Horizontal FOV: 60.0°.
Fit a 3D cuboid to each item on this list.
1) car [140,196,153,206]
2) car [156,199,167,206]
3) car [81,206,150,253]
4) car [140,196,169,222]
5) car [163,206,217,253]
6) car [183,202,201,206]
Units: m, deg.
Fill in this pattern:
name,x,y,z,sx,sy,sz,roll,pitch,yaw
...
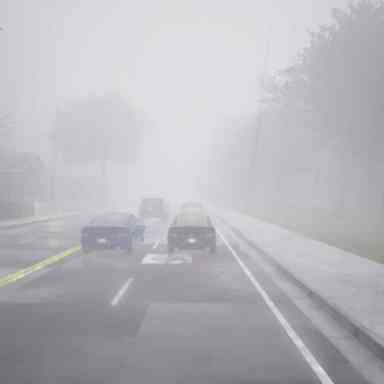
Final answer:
name,x,y,z,sx,sy,sz,roll,pitch,yaw
car,-9.764,1.903,71.742,2.150,2.045,5.566,0,-1,0
car,-6.514,2.231,71.767,1.994,1.385,4.181,0,-1,0
car,-3.245,1.616,14.487,1.882,1.535,5.008,0,0,0
car,-3.254,1.491,29.014,2.150,2.045,5.566,0,0,0
car,0.005,1.616,14.481,1.882,1.535,5.008,0,0,0
car,-0.002,1.626,29.082,2.097,1.767,4.553,0,-1,0
